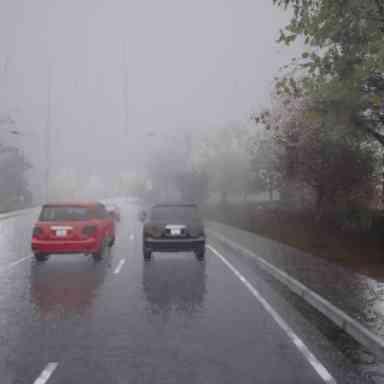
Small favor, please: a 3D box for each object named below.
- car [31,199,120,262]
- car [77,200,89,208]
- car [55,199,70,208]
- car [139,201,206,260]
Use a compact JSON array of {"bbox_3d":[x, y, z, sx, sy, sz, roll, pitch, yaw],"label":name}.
[{"bbox_3d":[-4.297,1.360,12.865,2.150,2.045,5.566,0,0,-6],"label":"car"},{"bbox_3d":[-20.413,2.189,62.310,2.033,1.411,5.357,0,-1,-17],"label":"car"},{"bbox_3d":[-23.763,2.124,61.274,2.128,1.511,4.902,0,-1,-17],"label":"car"},{"bbox_3d":[-0.818,1.367,13.245,2.150,2.045,5.566,0,0,-6],"label":"car"}]
